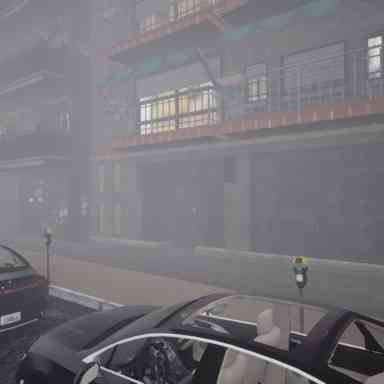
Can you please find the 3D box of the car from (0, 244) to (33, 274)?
[{"bbox_3d":[-4.328,1.552,5.971,4.403,1.369,2.008,0,-1,35],"label":"car"}]

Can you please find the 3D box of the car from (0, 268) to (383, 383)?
[{"bbox_3d":[0.290,1.551,2.679,4.403,1.369,2.008,0,-1,35],"label":"car"}]
